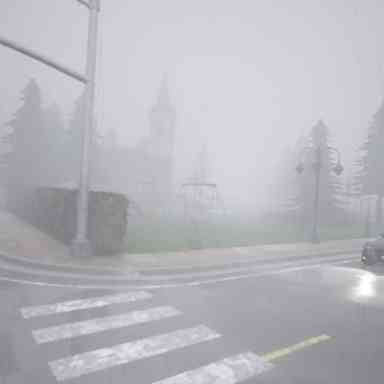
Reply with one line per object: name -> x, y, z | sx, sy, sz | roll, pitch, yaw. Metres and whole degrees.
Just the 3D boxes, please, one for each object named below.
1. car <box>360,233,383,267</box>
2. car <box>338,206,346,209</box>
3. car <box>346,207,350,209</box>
car -> 7.849, 2.014, 11.795 | 4.181, 1.385, 1.994 | 3, 0, -36
car -> 33.287, 3.358, 79.149 | 2.007, 1.523, 4.514 | 3, 0, -36
car -> 35.799, 3.491, 81.023 | 2.152, 1.636, 5.027 | 3, 0, -36
